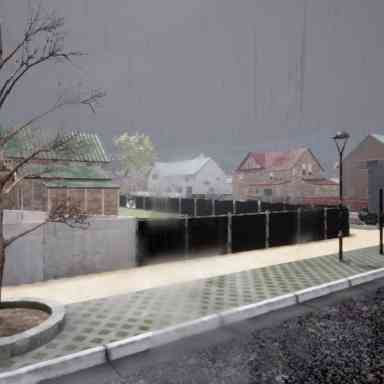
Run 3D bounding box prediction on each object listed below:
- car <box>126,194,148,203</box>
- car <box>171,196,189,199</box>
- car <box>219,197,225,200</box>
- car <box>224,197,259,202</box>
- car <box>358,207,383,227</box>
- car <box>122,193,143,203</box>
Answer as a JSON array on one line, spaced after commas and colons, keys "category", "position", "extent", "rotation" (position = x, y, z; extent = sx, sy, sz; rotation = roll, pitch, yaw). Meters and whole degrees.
[{"category": "car", "position": [-9.498, 1.069, 57.021], "extent": [1.895, 1.301, 4.718], "rotation": [0, 1, -34]}, {"category": "car", "position": [-1.403, 1.217, 39.945], "extent": [2.033, 1.411, 5.357], "rotation": [0, 1, -34]}, {"category": "car", "position": [4.059, 1.270, 37.167], "extent": [2.033, 1.411, 5.357], "rotation": [0, 1, -34]}, {"category": "car", "position": [5.339, 1.321, 30.045], "extent": [1.812, 1.442, 4.674], "rotation": [0, 1, -34]}, {"category": "car", "position": [12.436, 1.414, 19.636], "extent": [2.128, 1.511, 4.902], "rotation": [0, 1, -34]}, {"category": "car", "position": [-10.059, 1.006, 52.811], "extent": [1.837, 1.490, 4.892], "rotation": [0, 1, -34]}]
